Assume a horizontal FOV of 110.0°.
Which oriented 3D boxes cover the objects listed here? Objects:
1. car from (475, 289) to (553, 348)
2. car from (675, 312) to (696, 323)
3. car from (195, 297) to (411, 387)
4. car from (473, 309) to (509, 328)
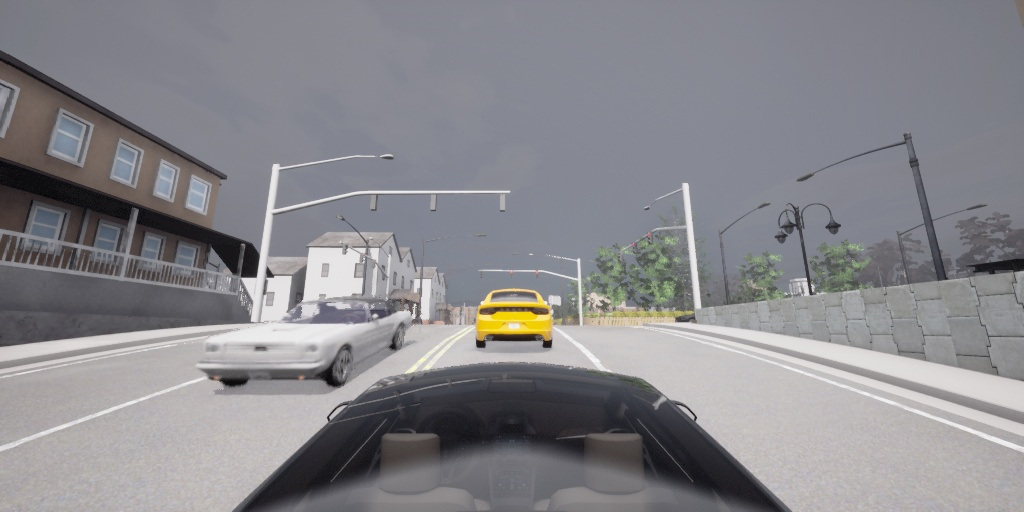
[{"bbox_3d":[0.057,1.722,10.532,1.882,1.535,5.008,0,-7,0],"label":"car"},{"bbox_3d":[16.448,5.257,30.401,5.008,1.535,1.882,0,-12,1],"label":"car"},{"bbox_3d":[-3.609,1.535,7.330,1.895,1.301,4.718,0,-4,0],"label":"car"},{"bbox_3d":[-2.045,5.905,33.617,1.882,1.535,5.008,4,-13,-21],"label":"car"}]
